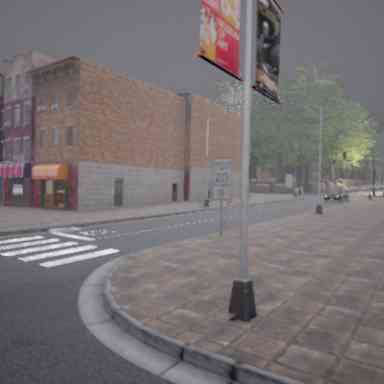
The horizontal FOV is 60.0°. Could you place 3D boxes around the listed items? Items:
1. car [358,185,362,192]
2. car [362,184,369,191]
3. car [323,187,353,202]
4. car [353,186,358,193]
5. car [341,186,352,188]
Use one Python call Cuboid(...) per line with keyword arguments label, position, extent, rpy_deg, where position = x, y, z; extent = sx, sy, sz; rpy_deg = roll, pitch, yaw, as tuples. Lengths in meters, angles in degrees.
Cuboid(label="car", position=(36.324, -0.640, 74.865), extent=(1.947, 1.339, 4.313), rpy_deg=(3, 3, 35))
Cuboid(label="car", position=(42.659, -0.850, 83.733), extent=(1.802, 1.307, 4.206), rpy_deg=(3, 3, 35))
Cuboid(label="car", position=(16.641, 0.446, 38.243), extent=(1.895, 1.301, 4.718), rpy_deg=(2, 2, 37))
Cuboid(label="car", position=(33.156, -0.538, 70.431), extent=(2.008, 1.369, 4.403), rpy_deg=(3, 3, 35))
Cuboid(label="car", position=(28.987, -0.383, 64.642), extent=(2.008, 1.369, 4.403), rpy_deg=(3, 3, 35))
